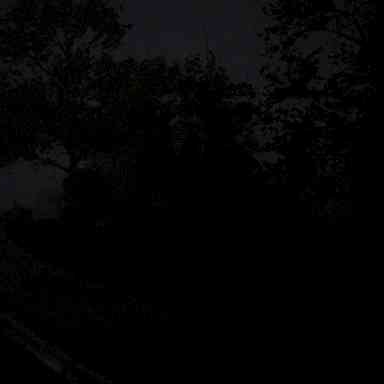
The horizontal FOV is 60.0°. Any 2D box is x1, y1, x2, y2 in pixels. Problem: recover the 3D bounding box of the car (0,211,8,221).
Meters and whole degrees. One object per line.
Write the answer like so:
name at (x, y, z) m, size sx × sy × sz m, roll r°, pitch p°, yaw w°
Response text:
car at (-19.681, 2.714, 35.028) m, size 1.994 × 1.385 × 4.181 m, roll -3°, pitch -5°, yaw -5°
